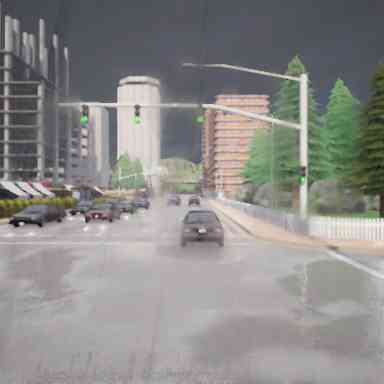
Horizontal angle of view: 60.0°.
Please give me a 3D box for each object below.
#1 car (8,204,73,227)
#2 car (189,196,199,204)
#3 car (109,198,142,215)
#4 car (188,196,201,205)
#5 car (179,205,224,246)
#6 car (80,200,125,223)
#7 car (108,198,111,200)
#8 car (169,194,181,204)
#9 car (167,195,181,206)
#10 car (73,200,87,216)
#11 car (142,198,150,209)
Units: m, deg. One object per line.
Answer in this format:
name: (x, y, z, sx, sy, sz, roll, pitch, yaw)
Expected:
car: (-10.254, 1.522, 22.653, 2.033, 1.411, 5.357, 0, 0, 0)
car: (0.376, 1.483, 63.339, 1.837, 1.490, 4.892, 0, 0, 0)
car: (-6.730, 1.540, 33.902, 1.994, 1.385, 4.181, 0, 0, 0)
car: (0.370, 1.486, 54.120, 1.837, 1.490, 4.892, 0, 0, 0)
car: (0.421, 1.542, 15.304, 2.033, 1.411, 5.357, 0, 0, 0)
car: (-6.748, 1.543, 25.535, 1.994, 1.385, 4.181, 0, 0, 0)
car: (-10.173, 1.514, 43.251, 2.033, 1.411, 5.357, 0, 0, 1)
car: (-3.124, 1.324, 63.339, 2.097, 1.767, 4.553, 0, 0, 0)
car: (-3.022, 1.501, 54.336, 1.812, 1.442, 4.674, 0, 0, 0)
car: (-10.238, 1.518, 32.698, 2.033, 1.411, 5.357, 0, 0, 0)
car: (-6.672, 1.537, 43.859, 1.994, 1.385, 4.181, 0, 0, 1)
